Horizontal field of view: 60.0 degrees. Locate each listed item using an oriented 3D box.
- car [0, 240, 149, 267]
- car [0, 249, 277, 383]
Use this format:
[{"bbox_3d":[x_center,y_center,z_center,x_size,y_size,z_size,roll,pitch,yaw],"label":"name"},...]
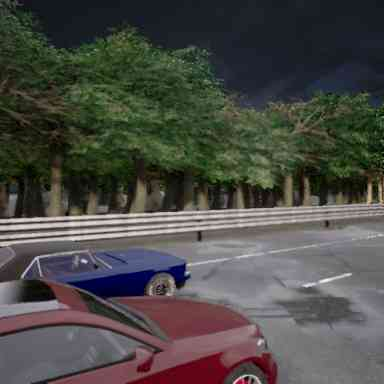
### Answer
[{"bbox_3d":[-2.356,1.601,6.372,4.718,1.301,1.895,0,0,-36],"label":"car"},{"bbox_3d":[-1.321,1.526,2.807,4.674,1.442,1.812,0,0,-36],"label":"car"}]
